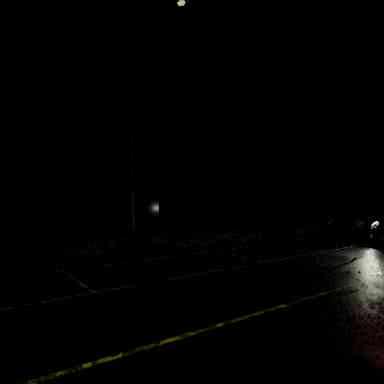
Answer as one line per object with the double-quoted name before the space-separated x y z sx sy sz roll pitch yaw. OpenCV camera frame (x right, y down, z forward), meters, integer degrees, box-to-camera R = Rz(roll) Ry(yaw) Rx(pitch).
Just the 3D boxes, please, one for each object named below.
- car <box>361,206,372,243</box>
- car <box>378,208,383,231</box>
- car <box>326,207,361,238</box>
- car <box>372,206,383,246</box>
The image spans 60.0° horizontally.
"car" 9.404 1.348 13.951 4.553 1.767 2.097 0 0 -35
"car" 13.005 1.575 19.682 4.206 1.307 1.802 0 -1 -35
"car" 8.456 1.435 16.440 4.097 1.590 1.967 0 -1 -35
"car" 7.097 1.220 8.372 5.566 2.045 2.150 0 0 -35
